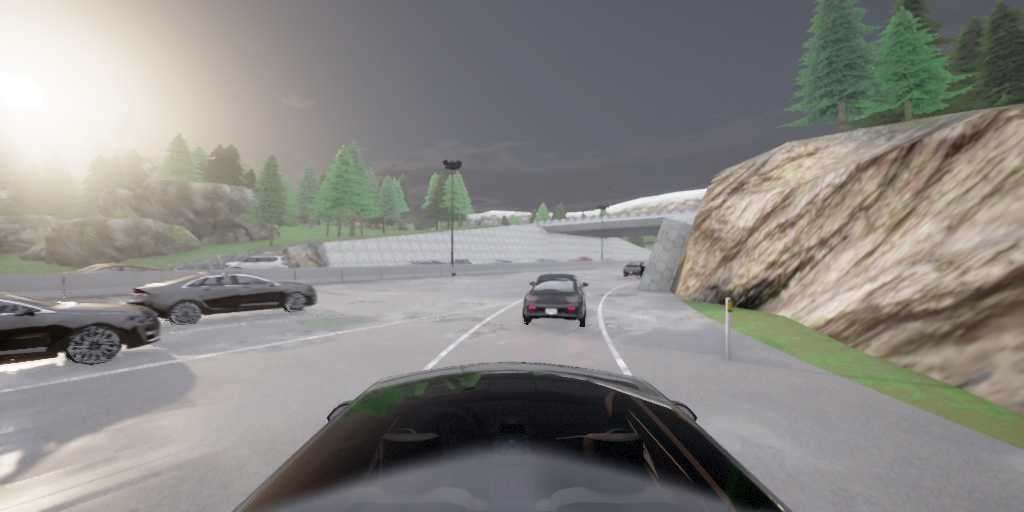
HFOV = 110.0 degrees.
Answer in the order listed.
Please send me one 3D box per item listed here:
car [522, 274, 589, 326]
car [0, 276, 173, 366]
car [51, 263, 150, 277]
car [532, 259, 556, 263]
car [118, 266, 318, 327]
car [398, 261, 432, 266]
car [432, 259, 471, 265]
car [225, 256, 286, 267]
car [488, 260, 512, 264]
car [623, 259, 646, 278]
[{"bbox_3d":[1.501,1.296,11.759,1.812,1.442,4.674,0,0,11],"label":"car"},{"bbox_3d":[-9.174,1.245,5.857,2.128,1.511,4.902,0,0,36],"label":"car"},{"bbox_3d":[-23.967,1.251,21.511,1.882,1.535,5.008,0,0,36],"label":"car"},{"bbox_3d":[5.965,1.351,61.974,1.882,1.535,5.008,0,0,37],"label":"car"},{"bbox_3d":[-9.126,1.256,11.810,2.128,1.511,4.902,0,0,36],"label":"car"},{"bbox_3d":[-11.852,1.317,43.796,2.128,1.511,4.902,0,0,36],"label":"car"},{"bbox_3d":[-7.086,1.182,44.354,2.097,1.767,4.553,0,0,36],"label":"car"},{"bbox_3d":[-27.715,1.026,38.867,5.566,2.045,2.150,0,0,-35],"label":"car"},{"bbox_3d":[-1.872,1.350,57.287,2.128,1.511,4.902,0,0,37],"label":"car"},{"bbox_3d":[12.455,1.317,35.126,2.128,1.511,4.902,0,0,36],"label":"car"}]
